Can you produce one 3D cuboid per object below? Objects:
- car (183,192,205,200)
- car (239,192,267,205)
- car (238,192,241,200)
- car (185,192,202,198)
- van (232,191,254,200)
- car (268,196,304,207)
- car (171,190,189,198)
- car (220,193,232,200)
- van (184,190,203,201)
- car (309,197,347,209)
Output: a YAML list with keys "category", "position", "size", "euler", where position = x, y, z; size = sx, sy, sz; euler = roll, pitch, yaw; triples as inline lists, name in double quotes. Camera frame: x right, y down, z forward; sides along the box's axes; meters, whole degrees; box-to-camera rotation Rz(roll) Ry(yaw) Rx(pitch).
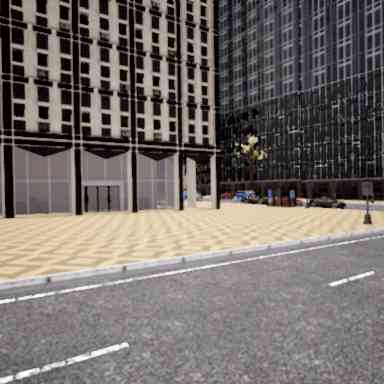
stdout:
- category: "car"
  position: [0.321, 0.743, 66.227]
  size: [1.882, 1.535, 5.008]
  euler: [-1, 1, -34]
- category: "car"
  position: [9.373, 1.155, 48.158]
  size: [1.947, 1.339, 4.313]
  euler: [-1, 1, -34]
- category: "car"
  position: [9.834, 1.070, 52.174]
  size: [1.994, 1.385, 4.181]
  euler: [-1, 1, -34]
- category: "car"
  position: [0.287, 0.730, 76.371]
  size: [1.802, 1.307, 4.206]
  euler: [-1, 1, -34]
- category: "van"
  position: [9.914, 0.651, 62.295]
  size: [1.690, 1.788, 3.998]
  euler: [-1, 1, -34]
- category: "car"
  position: [12.534, 1.224, 43.436]
  size: [1.802, 1.307, 4.206]
  euler: [-1, 1, -34]
- category: "car"
  position: [-2.924, 0.409, 81.058]
  size: [2.192, 1.841, 5.009]
  euler: [-1, 1, -34]
- category: "car"
  position: [6.706, 0.839, 66.989]
  size: [1.802, 1.307, 4.206]
  euler: [-1, 1, -34]
- category: "van"
  position: [-0.211, 0.771, 62.256]
  size: [1.690, 1.788, 3.998]
  euler: [-1, 1, -34]
- category: "car"
  position: [15.730, 1.261, 38.733]
  size: [1.947, 1.339, 4.313]
  euler: [-1, 1, -34]
